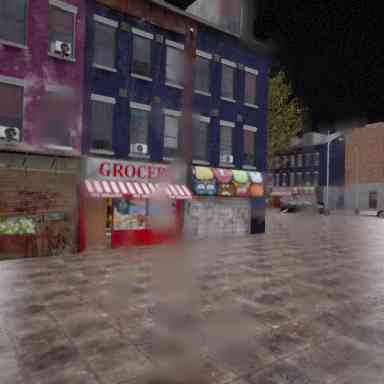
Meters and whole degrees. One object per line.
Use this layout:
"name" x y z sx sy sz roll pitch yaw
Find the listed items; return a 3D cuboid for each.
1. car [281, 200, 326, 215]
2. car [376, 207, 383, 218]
"car" 11.480 1.574 34.295 1.882 1.535 5.008 2 -2 -35
"car" 17.033 1.590 26.366 1.994 1.385 4.181 2 -2 -35
